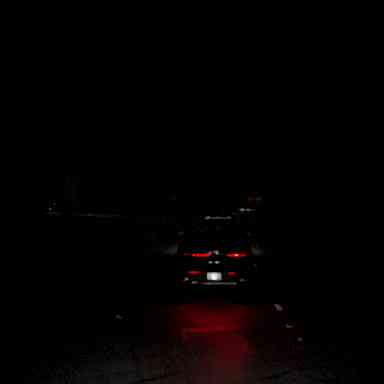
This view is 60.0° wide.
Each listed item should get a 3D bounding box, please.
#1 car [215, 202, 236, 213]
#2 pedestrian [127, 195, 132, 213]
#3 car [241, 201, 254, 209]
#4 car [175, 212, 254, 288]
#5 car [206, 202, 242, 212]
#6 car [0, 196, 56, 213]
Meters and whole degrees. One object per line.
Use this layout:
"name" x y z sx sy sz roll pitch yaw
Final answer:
"car" 4.526 2.057 44.990 1.994 1.385 4.181 0 -1 18
"pedestrian" -6.606 1.258 34.928 0.375 1.860 0.375 0 -4 9
"car" 10.239 2.385 61.470 2.033 1.411 5.357 -1 -1 19
"car" 0.640 1.549 9.439 1.837 1.490 4.892 0 0 4
"car" 1.565 1.603 19.974 2.128 1.511 4.902 0 -1 4
"car" -14.713 1.093 29.824 4.718 1.301 1.895 2 -1 9
